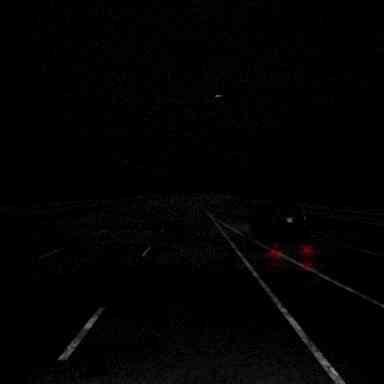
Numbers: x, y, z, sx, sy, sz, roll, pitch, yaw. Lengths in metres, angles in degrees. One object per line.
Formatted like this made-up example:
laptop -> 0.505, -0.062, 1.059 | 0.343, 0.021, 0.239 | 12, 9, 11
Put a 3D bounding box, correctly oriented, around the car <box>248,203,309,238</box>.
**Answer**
car -> 4.501, 1.389, 17.975 | 2.097, 1.767, 4.553 | 0, 0, -5
